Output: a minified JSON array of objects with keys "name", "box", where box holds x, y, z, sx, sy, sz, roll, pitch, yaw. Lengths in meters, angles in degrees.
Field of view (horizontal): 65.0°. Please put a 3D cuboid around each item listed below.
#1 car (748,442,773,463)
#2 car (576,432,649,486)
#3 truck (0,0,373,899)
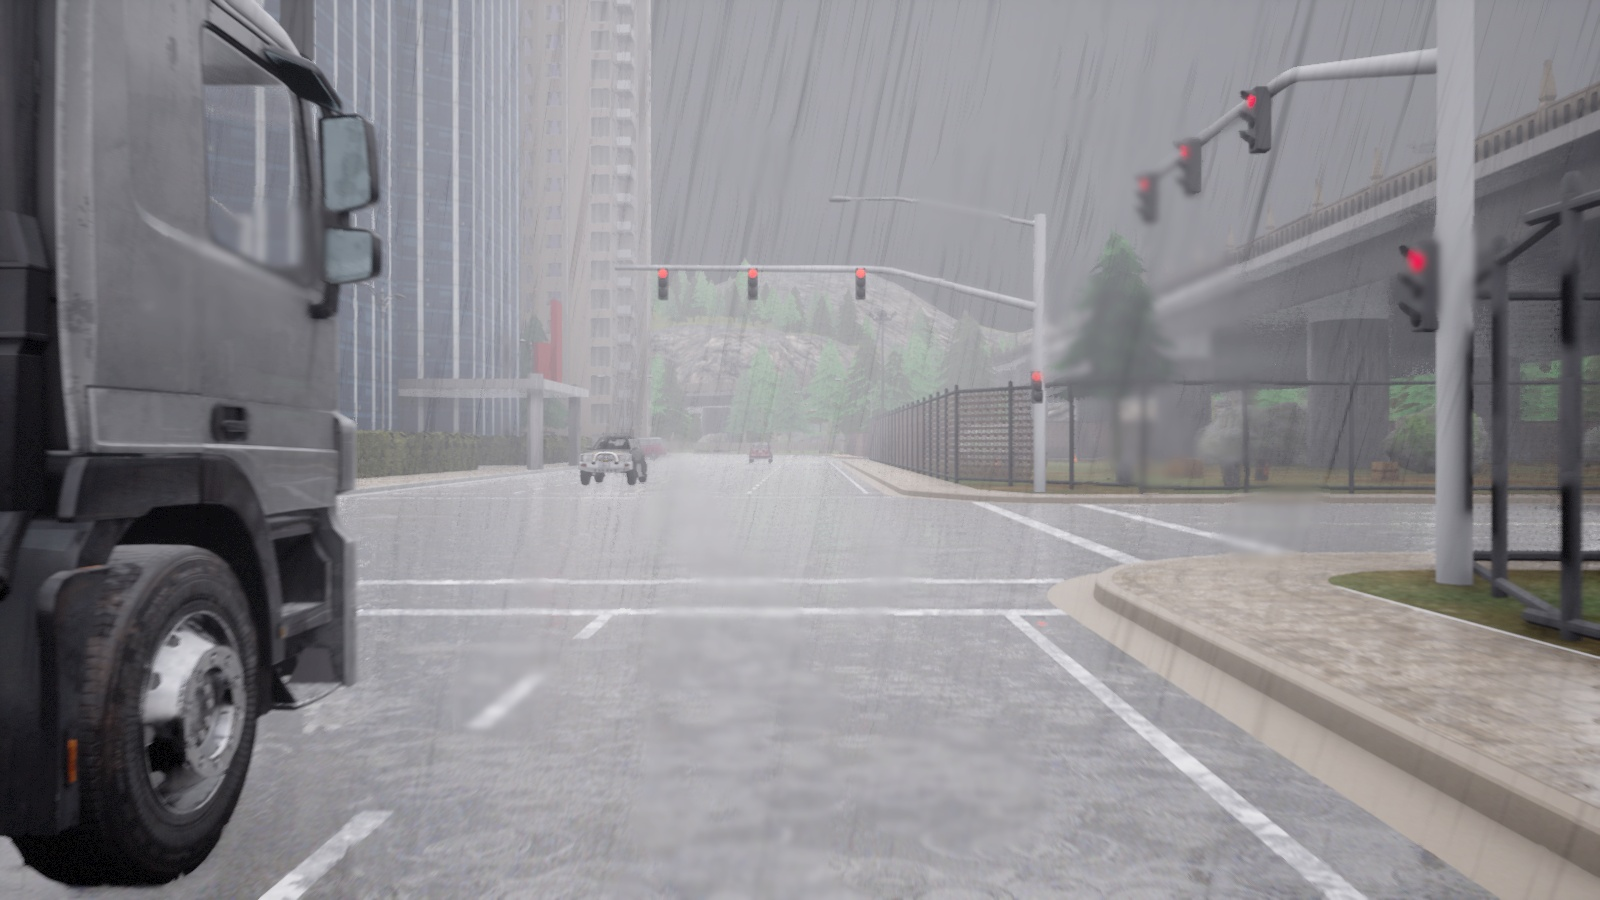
[{"name":"car","box":[-2.949,0.188,94.813,1.789,1.549,3.705,0,0,0]},{"name":"car","box":[-6.726,0.301,45.562,1.932,1.855,4.605,0,0,0]},{"name":"truck","box":[-3.472,-0.249,1.933,2.891,3.462,7.936,0,0,0]}]
